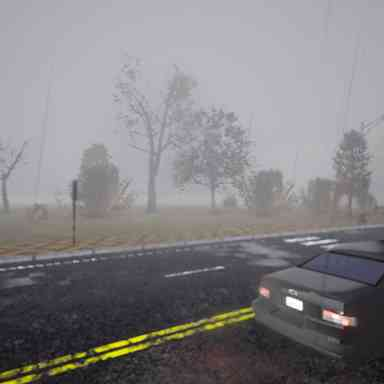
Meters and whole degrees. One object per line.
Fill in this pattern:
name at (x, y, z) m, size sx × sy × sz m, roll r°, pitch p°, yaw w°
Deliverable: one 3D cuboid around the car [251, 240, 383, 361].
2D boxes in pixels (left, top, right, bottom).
car at (3.554, 1.589, 5.851) m, size 5.357 × 1.411 × 2.033 m, roll 0°, pitch 0°, yaw -31°
